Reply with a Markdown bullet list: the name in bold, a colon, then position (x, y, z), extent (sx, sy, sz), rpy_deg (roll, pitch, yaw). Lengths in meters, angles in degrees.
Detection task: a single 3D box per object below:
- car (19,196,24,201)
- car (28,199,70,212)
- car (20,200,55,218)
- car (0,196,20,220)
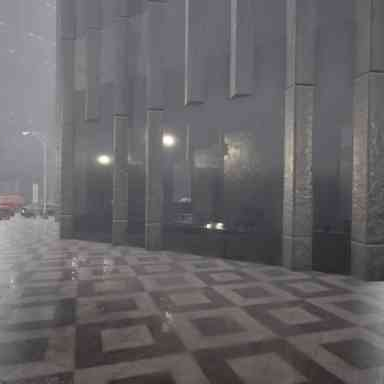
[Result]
- **car**: position (-20.757, 1.353, 36.267), extent (2.192, 1.841, 5.009), rpy_deg (1, 0, 35)
- **car**: position (-17.488, 1.633, 40.865), extent (1.947, 1.339, 4.313), rpy_deg (1, 0, 35)
- **car**: position (-13.821, 1.742, 31.317), extent (1.947, 1.339, 4.313), rpy_deg (1, 0, 35)
- **car**: position (-17.090, 1.463, 26.718), extent (2.192, 1.841, 5.009), rpy_deg (1, 0, 35)
